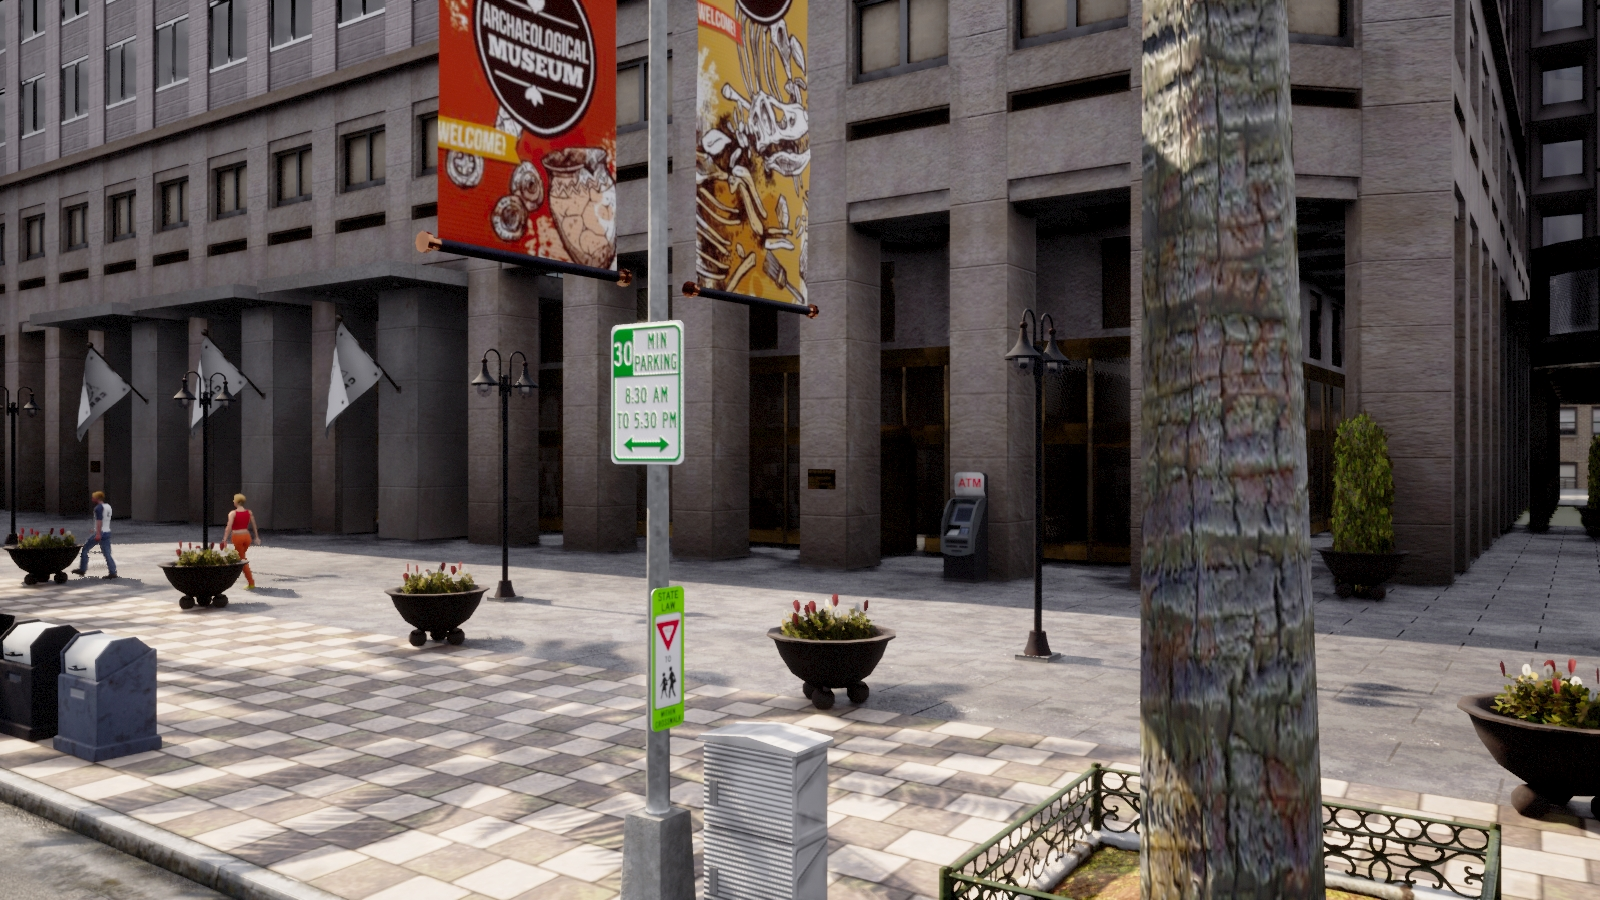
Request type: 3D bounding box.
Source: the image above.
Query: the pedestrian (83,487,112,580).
[{"bbox_3d":[-14.324,1.700,23.293,0.375,1.860,0.375,0,0,-3],"label":"pedestrian"}]

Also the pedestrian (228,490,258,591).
[{"bbox_3d":[-10.529,1.704,21.610,0.375,1.860,0.375,0,0,33],"label":"pedestrian"}]
